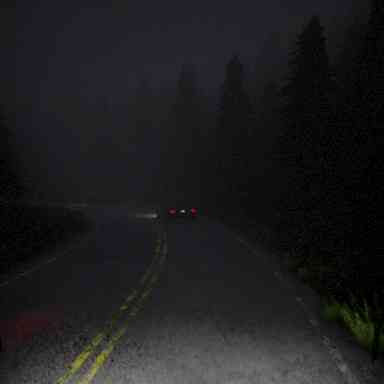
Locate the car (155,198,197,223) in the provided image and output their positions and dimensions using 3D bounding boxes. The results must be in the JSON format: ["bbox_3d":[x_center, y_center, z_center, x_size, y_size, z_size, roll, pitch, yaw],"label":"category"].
[{"bbox_3d":[-1.155,1.110,21.620,2.033,1.411,5.357,-1,1,-14],"label":"car"}]

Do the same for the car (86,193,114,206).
[{"bbox_3d":[-11.090,0.832,39.882,1.882,1.535,5.008,-5,3,-39],"label":"car"}]

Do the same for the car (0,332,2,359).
[{"bbox_3d":[-3.134,1.491,2.057,1.994,1.385,4.181,1,1,0],"label":"car"}]
